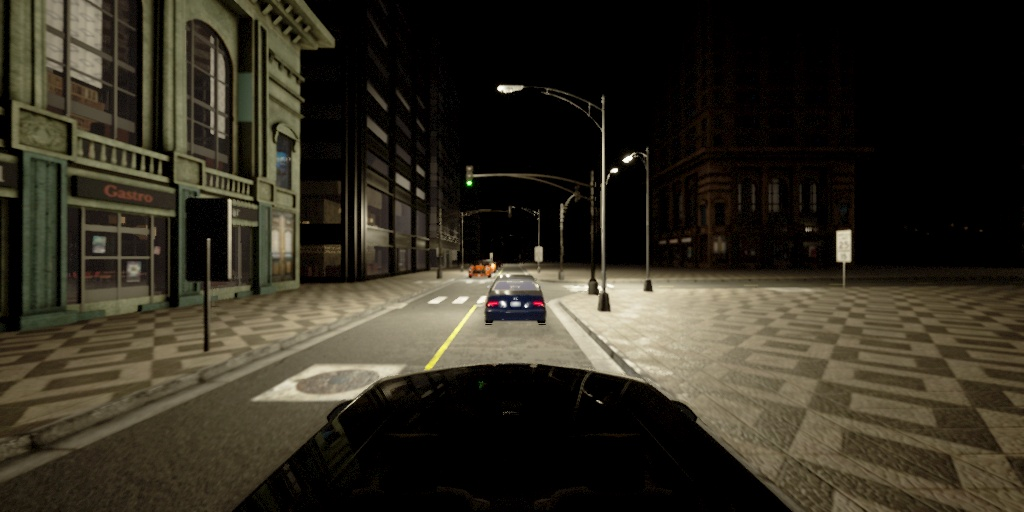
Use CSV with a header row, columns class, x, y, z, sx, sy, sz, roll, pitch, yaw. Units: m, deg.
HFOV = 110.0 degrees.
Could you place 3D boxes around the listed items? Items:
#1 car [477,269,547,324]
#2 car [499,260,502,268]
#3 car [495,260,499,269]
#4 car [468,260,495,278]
class,x,y,z,sx,sy,sz,roll,pitch,yaw
car,0.101,1.331,12.024,2.033,1.411,5.357,0,0,0
car,-3.084,1.478,55.685,2.033,1.411,5.357,0,0,0
car,-3.098,1.245,45.045,2.097,1.767,4.553,0,0,0
car,-3.077,1.211,35.303,2.097,1.767,4.553,0,0,-1
